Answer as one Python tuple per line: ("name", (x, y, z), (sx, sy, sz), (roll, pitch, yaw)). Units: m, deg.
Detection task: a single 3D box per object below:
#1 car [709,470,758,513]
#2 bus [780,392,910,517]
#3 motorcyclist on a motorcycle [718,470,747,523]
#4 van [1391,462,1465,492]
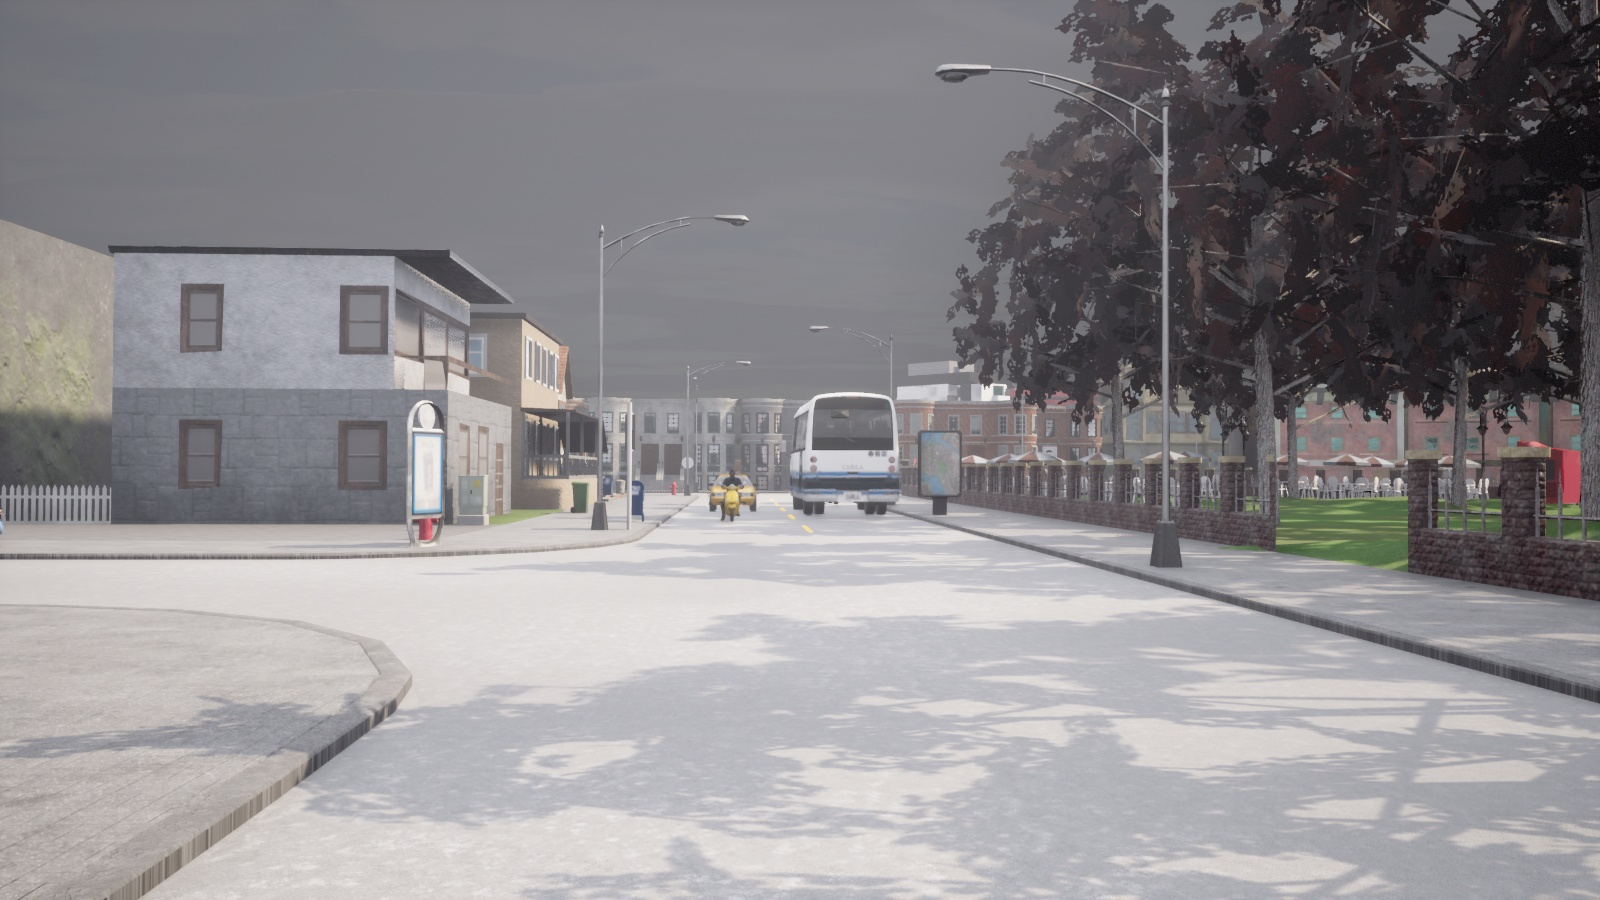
("car", (-2.611, 1.588, 49.212), (1.801, 1.575, 5.366), (0, -1, -3))
("bus", (1.446, 0.235, 47.921), (3.944, 4.253, 10.273), (0, -1, -4))
("motorcyclist on a motorcycle", (-2.091, 1.429, 38.936), (0.866, 1.590, 1.817), (0, -1, -3))
("van", (43.168, 1.843, 86.347), (4.442, 1.987, 1.775), (-1, -1, 31))
